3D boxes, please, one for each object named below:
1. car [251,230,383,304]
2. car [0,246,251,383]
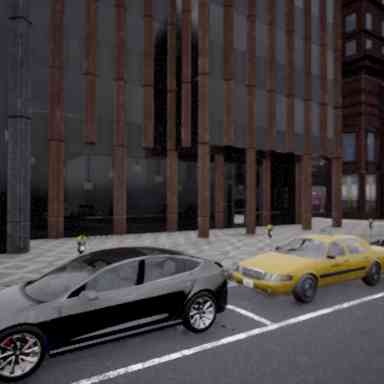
[{"bbox_3d":[3.235,1.677,8.511,4.829,1.417,1.752,1,-1,-33],"label":"car"},{"bbox_3d":[-1.341,1.650,5.520,4.313,1.339,1.947,1,-1,-33],"label":"car"}]
